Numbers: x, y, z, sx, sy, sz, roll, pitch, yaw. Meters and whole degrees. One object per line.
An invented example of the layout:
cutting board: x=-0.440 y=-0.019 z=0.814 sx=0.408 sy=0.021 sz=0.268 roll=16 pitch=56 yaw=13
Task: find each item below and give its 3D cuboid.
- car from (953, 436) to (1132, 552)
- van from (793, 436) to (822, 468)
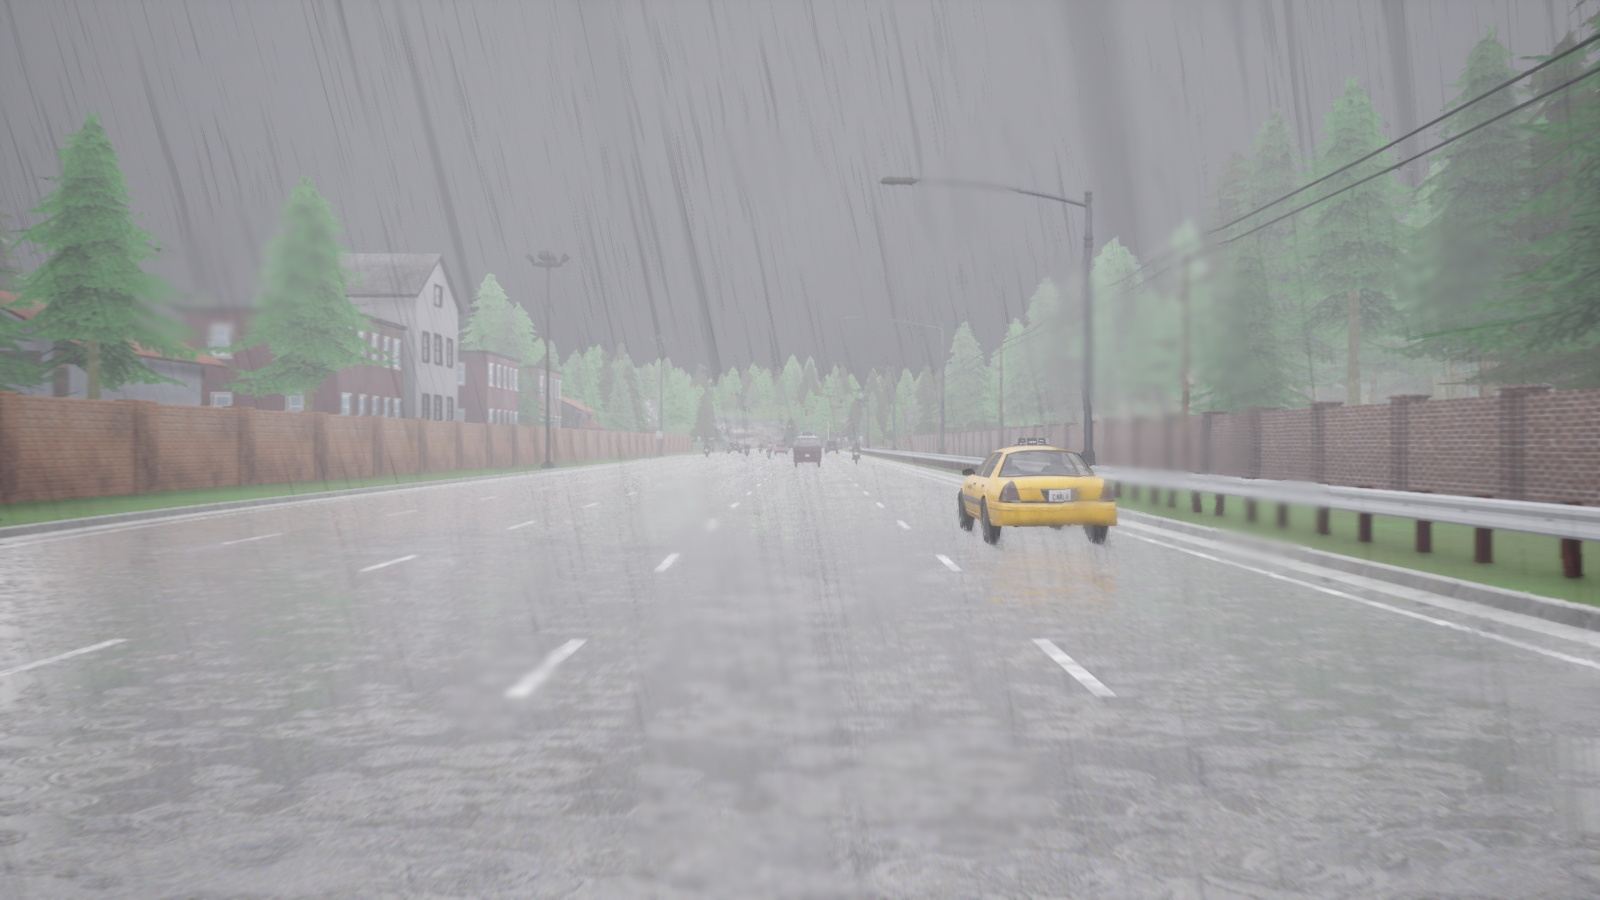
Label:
car: x=3.628 y=0.586 z=19.789 sx=1.801 sy=1.575 sz=5.366 roll=0 pitch=0 yaw=0
van: x=0.473 y=0.083 z=80.183 sx=1.775 sy=1.987 sz=4.442 roll=0 pitch=0 yaw=0
